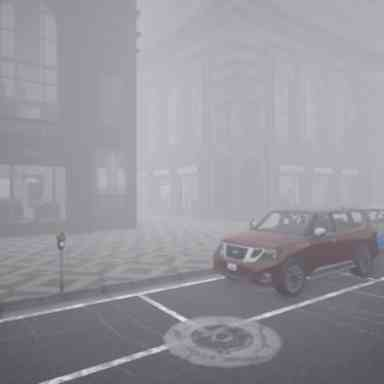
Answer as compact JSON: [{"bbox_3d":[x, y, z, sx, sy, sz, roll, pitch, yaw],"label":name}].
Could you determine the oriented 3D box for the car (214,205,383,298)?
[{"bbox_3d":[2.928,1.319,8.739,5.009,1.841,2.192,0,0,-35],"label":"car"}]
